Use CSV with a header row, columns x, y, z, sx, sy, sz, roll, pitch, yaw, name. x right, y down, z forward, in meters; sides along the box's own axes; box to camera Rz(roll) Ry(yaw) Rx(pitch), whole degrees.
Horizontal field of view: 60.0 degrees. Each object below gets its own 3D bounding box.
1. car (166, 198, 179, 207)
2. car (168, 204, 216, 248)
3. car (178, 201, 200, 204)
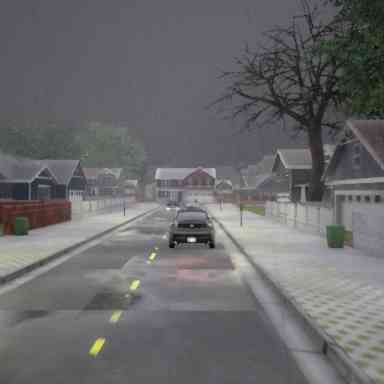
x,y,z,sx,sy,sz,roll,pitch,yaw,name
-2.750,1.562,49.673,2.033,1.411,5.357,0,0,0,car
0.000,1.513,14.674,1.837,1.490,4.892,0,0,0,car
0.000,1.515,29.673,1.812,1.442,4.674,0,0,0,car
